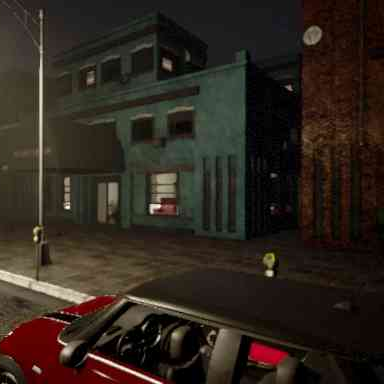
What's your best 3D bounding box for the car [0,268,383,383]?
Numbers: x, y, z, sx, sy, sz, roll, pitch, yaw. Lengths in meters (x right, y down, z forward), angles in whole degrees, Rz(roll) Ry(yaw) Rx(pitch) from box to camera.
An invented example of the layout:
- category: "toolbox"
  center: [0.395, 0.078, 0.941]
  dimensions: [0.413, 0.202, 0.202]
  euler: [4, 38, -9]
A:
- category: "car"
  center: [-0.041, 1.439, 2.901]
  dimensions: [4.097, 1.590, 1.967]
  euler: [0, 0, 35]
